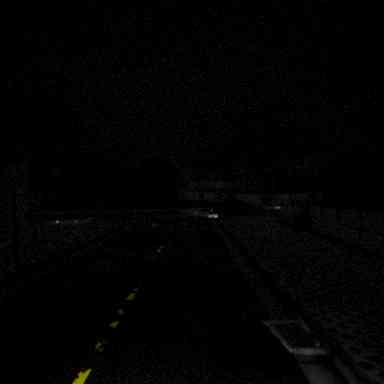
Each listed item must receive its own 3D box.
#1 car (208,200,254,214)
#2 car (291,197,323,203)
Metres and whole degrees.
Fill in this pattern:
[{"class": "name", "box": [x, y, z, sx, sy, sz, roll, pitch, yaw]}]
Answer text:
[{"class": "car", "box": [4.400, 1.582, 37.248, 5.357, 1.411, 2.033, -1, 3, -30]}, {"class": "car", "box": [15.225, 1.434, 43.611, 5.357, 1.411, 2.033, -1, 3, -33]}]
